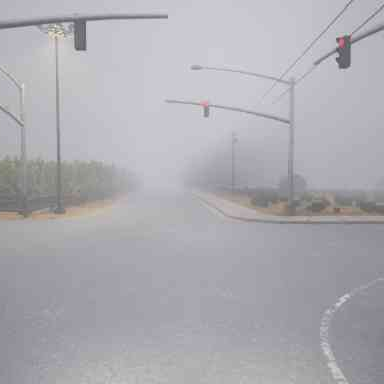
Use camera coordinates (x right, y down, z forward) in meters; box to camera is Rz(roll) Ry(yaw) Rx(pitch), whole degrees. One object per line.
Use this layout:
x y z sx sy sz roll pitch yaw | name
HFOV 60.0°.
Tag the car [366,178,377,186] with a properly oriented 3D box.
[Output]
42.091 -2.341 77.688 1.905 1.878 3.866 10 10 41 | car
